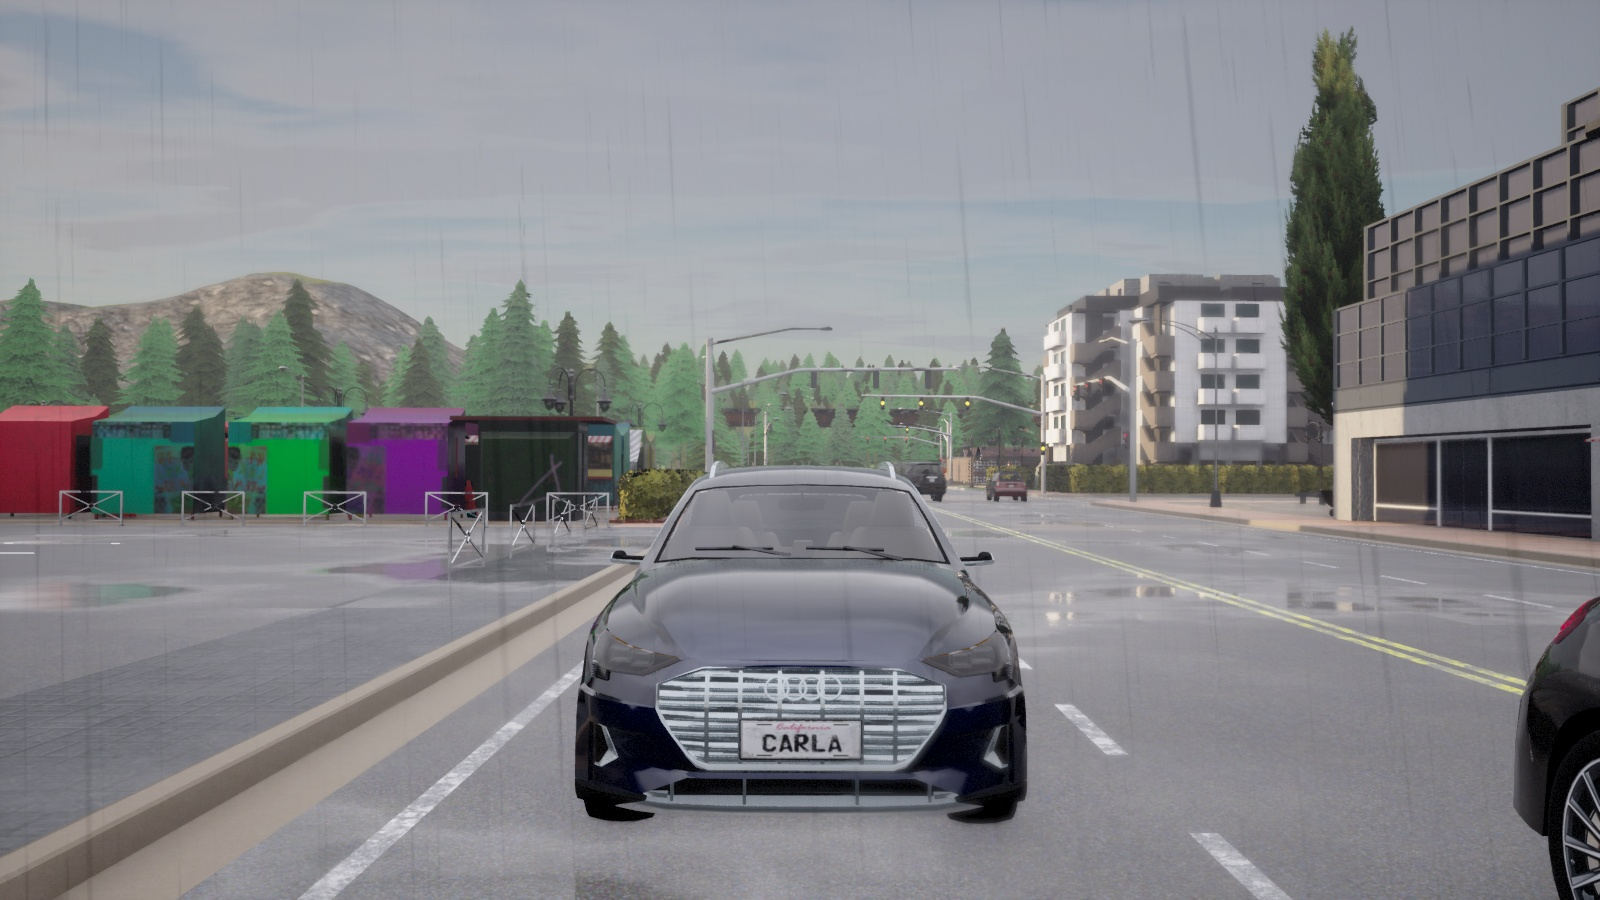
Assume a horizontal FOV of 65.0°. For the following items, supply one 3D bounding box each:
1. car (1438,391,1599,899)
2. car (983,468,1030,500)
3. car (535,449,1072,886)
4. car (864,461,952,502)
[{"bbox_3d":[3.494,0.617,2.241,2.152,1.651,5.027,0,-1,0],"label":"car"},{"bbox_3d":[11.005,1.794,67.202,1.851,1.617,3.988,0,-1,0],"label":"car"},{"bbox_3d":[0.019,0.865,7.197,2.033,1.649,4.856,0,-1,0],"label":"car"},{"bbox_3d":[5.525,1.606,65.380,2.150,2.045,5.566,0,-1,-24],"label":"car"}]
